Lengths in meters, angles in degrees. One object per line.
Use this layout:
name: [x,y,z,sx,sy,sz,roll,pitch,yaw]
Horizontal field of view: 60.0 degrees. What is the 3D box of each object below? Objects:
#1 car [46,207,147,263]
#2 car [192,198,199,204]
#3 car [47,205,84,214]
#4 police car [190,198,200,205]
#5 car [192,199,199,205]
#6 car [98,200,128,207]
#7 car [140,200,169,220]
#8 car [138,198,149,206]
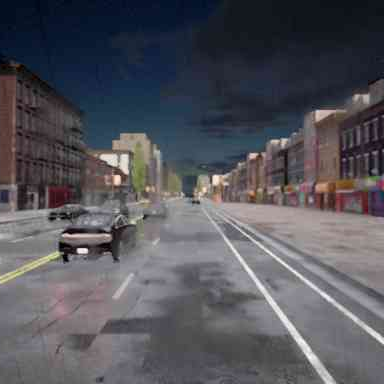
car: [-3.150,1.492,12.011,2.128,1.511,4.902,0,0,0]
car: [0.973,2.649,94.854,1.801,1.575,5.366,0,-1,0]
car: [-9.849,1.688,26.708,1.895,1.301,4.718,0,-1,0]
police car: [0.973,2.258,78.776,1.930,1.638,5.238,0,-1,0]
car: [0.973,2.554,88.663,1.837,1.490,4.892,0,-1,0]
car: [-6.597,1.448,27.736,2.097,1.767,4.553,0,-1,0]
car: [-3.151,1.678,29.691,1.994,1.385,4.181,0,-1,0]
car: [-9.752,2.061,68.160,1.882,1.535,5.008,0,-1,0]
